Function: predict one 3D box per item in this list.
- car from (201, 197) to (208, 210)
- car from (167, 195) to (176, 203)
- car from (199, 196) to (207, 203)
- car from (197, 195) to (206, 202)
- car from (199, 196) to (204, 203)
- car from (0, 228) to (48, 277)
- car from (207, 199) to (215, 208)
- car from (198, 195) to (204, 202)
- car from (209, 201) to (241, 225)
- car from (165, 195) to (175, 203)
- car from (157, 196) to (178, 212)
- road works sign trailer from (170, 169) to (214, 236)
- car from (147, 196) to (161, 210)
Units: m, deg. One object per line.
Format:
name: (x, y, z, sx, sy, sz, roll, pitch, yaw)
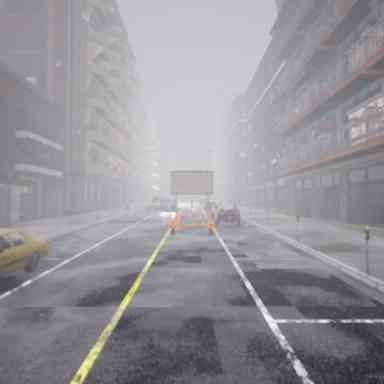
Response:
car: (2.601, 1.758, 47.167, 1.887, 1.381, 4.507, 1, 0, 0)
car: (-5.259, 1.786, 85.947, 2.192, 1.841, 5.009, 1, 0, 0)
car: (2.623, 1.869, 80.353, 1.967, 1.590, 4.097, 1, 0, 0)
car: (2.588, 1.827, 91.415, 2.192, 1.841, 5.009, 1, 0, 0)
car: (2.603, 1.795, 52.699, 2.008, 1.369, 4.403, 1, 0, 0)
car: (-5.290, 1.555, 8.356, 1.752, 1.417, 4.829, 2, 0, 0)
car: (2.596, 1.650, 30.747, 1.752, 1.417, 4.829, 1, 0, 0)
car: (2.610, 1.894, 69.291, 1.887, 1.381, 4.507, 1, 0, 0)
car: (2.594, 1.642, 25.045, 1.887, 1.381, 4.507, 1, 0, 0)
car: (-5.262, 1.745, 80.417, 2.192, 1.841, 5.009, 1, 0, 0)
car: (-2.826, 1.678, 42.511, 2.128, 1.511, 4.902, 0, 0, 0)
road works sign trailer: (-0.002, 0.534, 18.731, 2.380, 3.560, 2.880, 0, 0, 0)
car: (-5.278, 1.738, 47.063, 1.752, 1.417, 4.829, 2, 0, 0)
